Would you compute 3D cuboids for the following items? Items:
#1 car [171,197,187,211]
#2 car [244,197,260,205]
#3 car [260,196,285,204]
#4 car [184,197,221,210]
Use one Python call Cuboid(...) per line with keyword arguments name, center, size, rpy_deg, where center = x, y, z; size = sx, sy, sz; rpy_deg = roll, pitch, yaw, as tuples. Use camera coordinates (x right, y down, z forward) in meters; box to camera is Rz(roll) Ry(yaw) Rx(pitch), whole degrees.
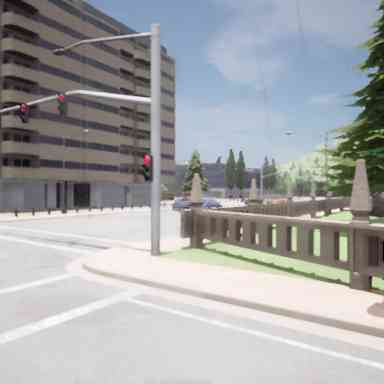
Cuboid(name="car", center=(-0.453, 1.383, 39.770), size=(2.097, 1.767, 4.553), rpy_deg=(0, 0, 35))
Cuboid(name="car", center=(10.270, 1.587, 55.053), size=(1.837, 1.490, 4.892), rpy_deg=(0, 0, 35))
Cuboid(name="car", center=(13.163, 1.399, 53.081), size=(2.097, 1.767, 4.553), rpy_deg=(0, 0, 35))
Cuboid(name="car", center=(1.541, 1.561, 36.485), size=(1.812, 1.442, 4.674), rpy_deg=(0, 0, 35))
